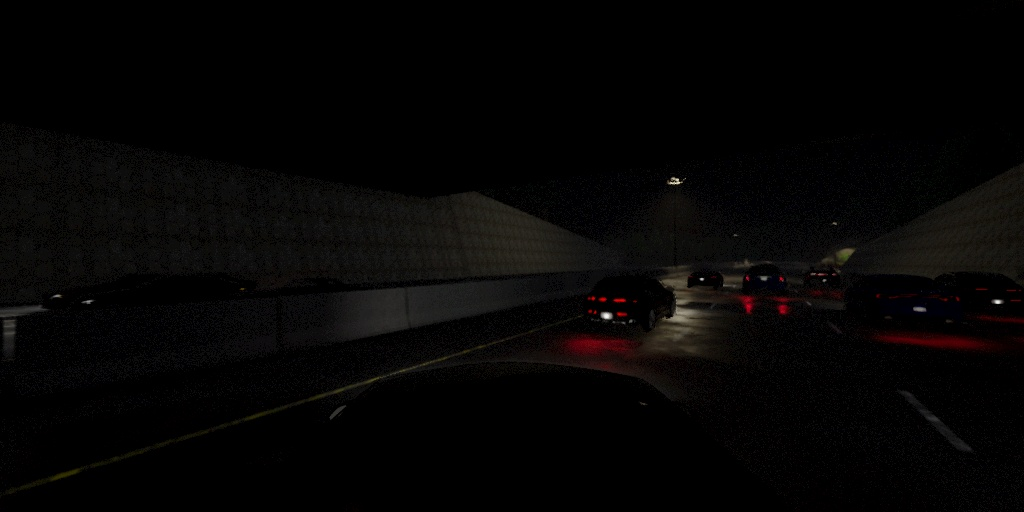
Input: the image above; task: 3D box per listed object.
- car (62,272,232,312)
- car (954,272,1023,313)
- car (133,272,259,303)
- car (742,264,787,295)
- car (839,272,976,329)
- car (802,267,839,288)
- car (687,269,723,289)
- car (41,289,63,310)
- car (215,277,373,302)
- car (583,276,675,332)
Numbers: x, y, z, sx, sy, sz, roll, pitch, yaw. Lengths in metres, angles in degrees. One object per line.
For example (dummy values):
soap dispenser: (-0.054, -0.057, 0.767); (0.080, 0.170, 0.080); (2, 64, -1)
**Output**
car: (-12.394, 1.410, 13.014); (1.812, 1.442, 4.674); (0, -1, 35)
car: (19.194, 1.415, 15.130); (1.837, 1.490, 4.892); (0, 0, 35)
car: (-16.653, 1.557, 19.159); (1.895, 1.301, 4.718); (0, -1, 35)
car: (15.480, 1.342, 22.035); (2.097, 1.767, 4.553); (0, -1, 35)
car: (12.713, 1.348, 11.960); (1.882, 1.535, 5.008); (0, -1, 35)
car: (23.276, 1.541, 27.094); (2.128, 1.511, 4.902); (0, -1, 35)
car: (14.272, 1.606, 26.423); (1.994, 1.385, 4.181); (0, -1, 35)
car: (-15.477, 1.430, 14.713); (1.812, 1.442, 4.674); (0, -1, 35)
car: (-7.806, 1.490, 13.489); (1.895, 1.301, 4.718); (0, -1, 35)
car: (3.916, 1.371, 11.586); (1.837, 1.490, 4.892); (0, -1, 35)
